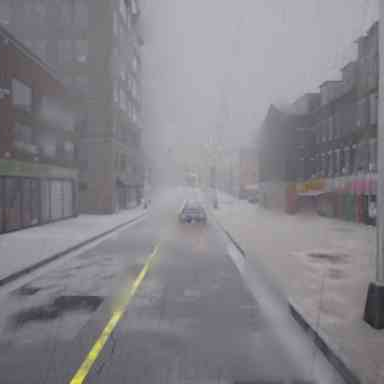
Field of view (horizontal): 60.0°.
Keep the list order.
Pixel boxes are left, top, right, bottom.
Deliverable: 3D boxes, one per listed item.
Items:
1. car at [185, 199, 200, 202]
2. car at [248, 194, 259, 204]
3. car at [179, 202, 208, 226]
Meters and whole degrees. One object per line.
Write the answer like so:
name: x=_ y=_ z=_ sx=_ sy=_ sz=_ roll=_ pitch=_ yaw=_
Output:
car: x=0.093 y=1.574 z=39.814 sx=1.994 sy=1.385 sz=4.181 roll=0 pitch=0 yaw=0
car: x=12.707 y=1.246 z=60.359 sx=5.009 sy=1.841 sz=2.192 roll=1 pitch=0 yaw=0
car: x=0.095 y=1.648 z=23.582 sx=1.895 sy=1.301 sz=4.718 roll=0 pitch=0 yaw=0
